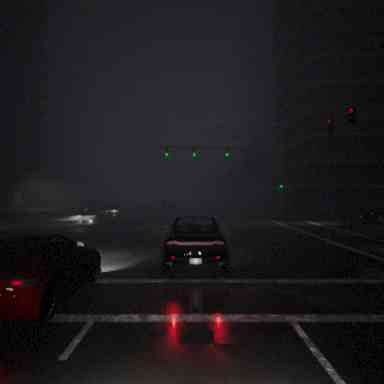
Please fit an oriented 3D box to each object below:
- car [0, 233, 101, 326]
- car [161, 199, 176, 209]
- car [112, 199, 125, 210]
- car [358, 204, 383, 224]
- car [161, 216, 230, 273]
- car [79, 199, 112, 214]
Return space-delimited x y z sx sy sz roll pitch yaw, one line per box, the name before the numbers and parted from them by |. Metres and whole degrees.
car | -3.409 1.576 7.188 1.994 1.385 4.181 0 0 0
car | -3.402 1.646 48.021 1.994 1.385 4.181 0 0 0
car | -10.555 1.625 45.478 2.033 1.411 5.357 0 0 0
car | 14.819 1.533 24.382 4.902 1.511 2.128 0 0 0
car | 0.096 1.511 10.753 2.128 1.511 4.902 0 0 0
car | -10.573 1.552 35.736 2.128 1.511 4.902 0 0 0
